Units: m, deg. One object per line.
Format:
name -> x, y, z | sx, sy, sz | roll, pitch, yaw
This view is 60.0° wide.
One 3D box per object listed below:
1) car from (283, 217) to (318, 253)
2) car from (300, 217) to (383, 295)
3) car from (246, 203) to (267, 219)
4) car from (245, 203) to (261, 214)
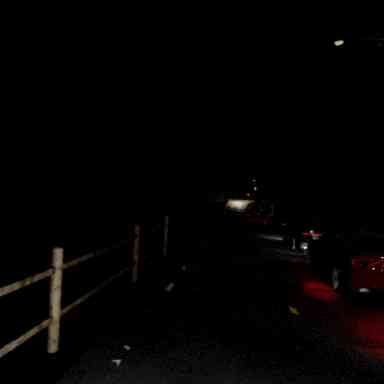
car -> 5.451, 1.911, 15.531 | 1.837, 1.490, 4.892 | 3, -1, 7
car -> 4.682, 1.788, 9.581 | 1.882, 1.535, 5.008 | 3, -1, 7
car -> 7.671, 2.212, 38.807 | 1.882, 1.535, 5.008 | 3, 0, 8
car -> 9.131, 2.414, 50.379 | 2.033, 1.411, 5.357 | 3, 0, 7
